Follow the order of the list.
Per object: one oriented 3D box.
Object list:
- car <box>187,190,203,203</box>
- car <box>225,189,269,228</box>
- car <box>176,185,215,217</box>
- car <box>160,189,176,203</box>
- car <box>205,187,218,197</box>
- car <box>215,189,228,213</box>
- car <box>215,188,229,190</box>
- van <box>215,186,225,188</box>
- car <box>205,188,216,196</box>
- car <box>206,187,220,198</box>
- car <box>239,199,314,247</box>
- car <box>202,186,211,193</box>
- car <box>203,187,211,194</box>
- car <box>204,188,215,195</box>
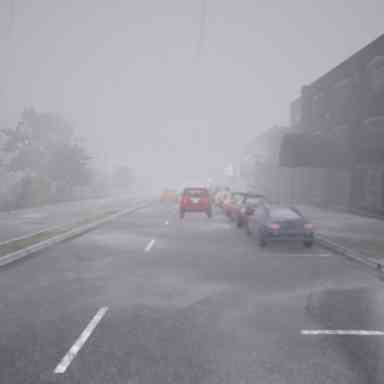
[{"bbox_3d":[0.395,0.520,41.803,1.882,1.535,5.008,0,1,0],"label":"car"},{"bbox_3d":[3.357,0.923,18.782,2.185,1.767,4.553,0,1,0],"label":"car"},{"bbox_3d":[0.268,0.666,24.158,2.150,2.045,5.566,0,1,1],"label":"car"},{"bbox_3d":[-2.850,0.374,42.650,2.097,1.767,4.553,0,1,0],"label":"car"},{"bbox_3d":[3.669,-0.085,62.970,2.185,1.767,4.553,0,1,0],"label":"car"},{"bbox_3d":[3.436,0.797,29.857,2.231,1.521,4.892,0,1,0],"label":"car"},{"bbox_3d":[3.475,0.670,35.382,2.097,1.535,5.008,0,1,0],"label":"car"},{"bbox_3d":[3.592,0.063,52.069,1.878,1.987,4.442,0,1,0],"label":"van"},{"bbox_3d":[3.708,-0.043,68.402,2.002,1.452,4.674,0,1,0],"label":"car"},{"bbox_3d":[3.630,0.041,57.447,2.185,1.767,4.553,0,1,0],"label":"car"},{"bbox_3d":[3.319,1.217,13.166,2.002,1.452,4.674,0,1,0],"label":"car"},{"bbox_3d":[3.864,-0.713,90.464,2.185,1.767,4.553,0,1,0],"label":"car"},{"bbox_3d":[3.824,-0.469,85.159,1.946,1.575,5.366,0,1,0],"label":"car"},{"bbox_3d":[3.745,-0.208,73.920,2.231,1.521,4.892,0,1,0],"label":"car"}]
